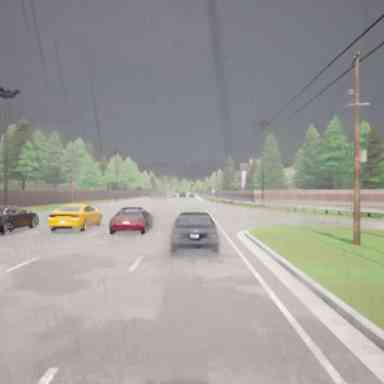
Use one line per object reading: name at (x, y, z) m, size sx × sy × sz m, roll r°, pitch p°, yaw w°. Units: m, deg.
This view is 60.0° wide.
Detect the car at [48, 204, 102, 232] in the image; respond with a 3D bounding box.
car at (-6.898, 1.466, 20.155) m, size 1.882 × 1.535 × 5.008 m, roll 0°, pitch 0°, yaw 0°

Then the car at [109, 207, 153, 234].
car at (-3.399, 1.553, 19.197) m, size 1.994 × 1.385 × 4.181 m, roll 0°, pitch 0°, yaw 0°

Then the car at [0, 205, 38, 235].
car at (-10.399, 1.481, 18.607) m, size 2.128 × 1.511 × 4.902 m, roll 0°, pitch 0°, yaw 0°

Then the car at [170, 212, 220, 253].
car at (0.100, 1.539, 13.709) m, size 2.033 × 1.411 × 5.357 m, roll 0°, pitch 0°, yaw 0°
